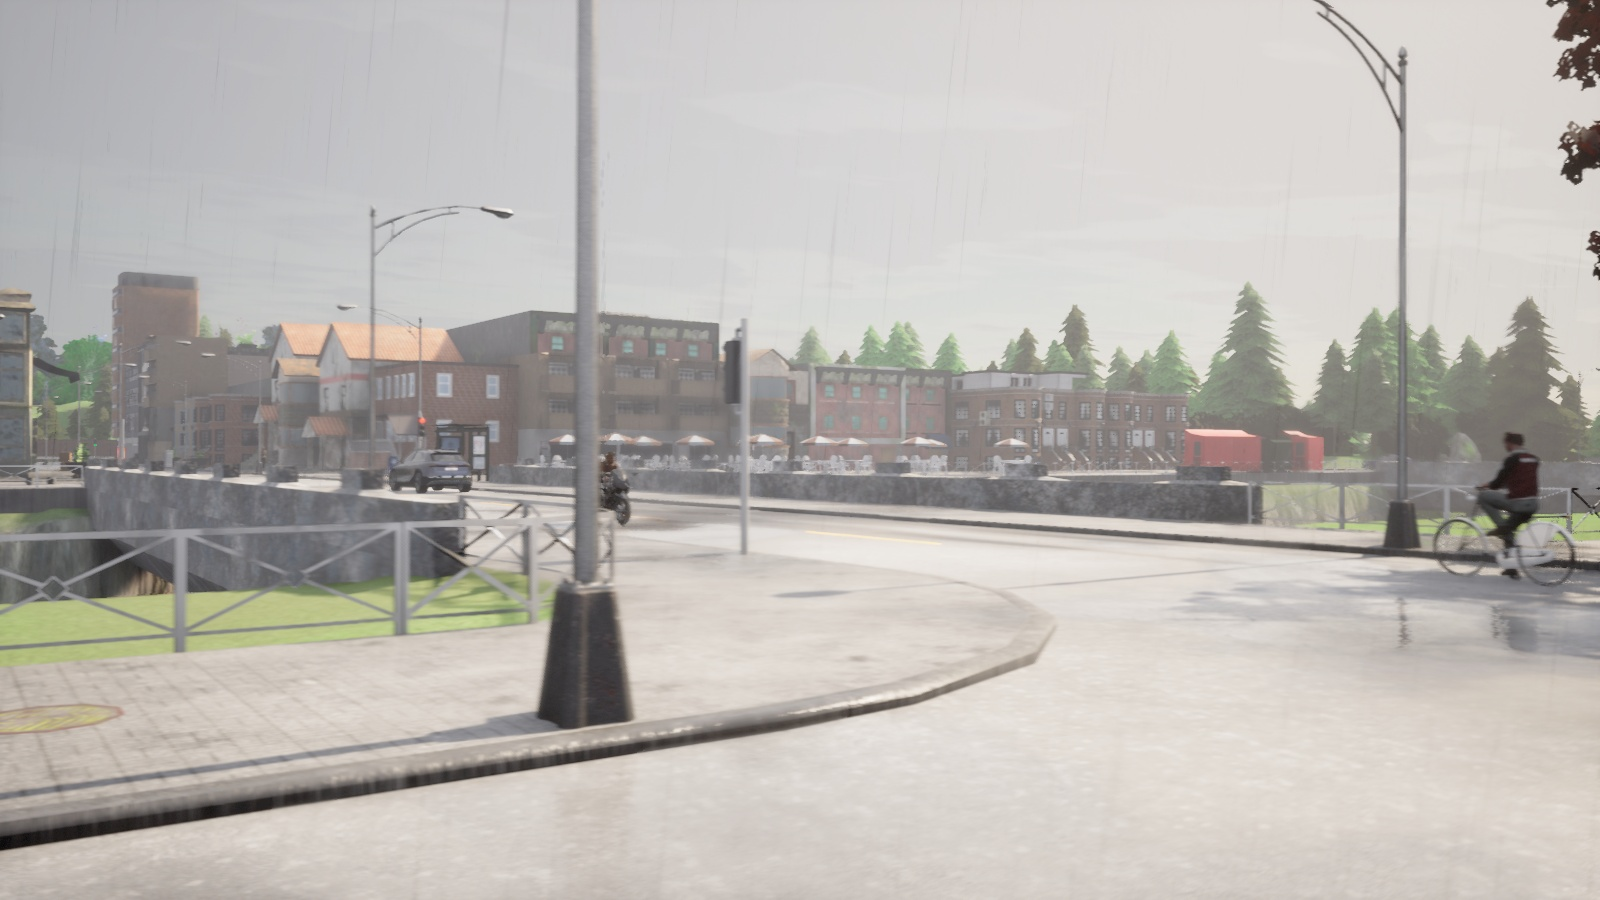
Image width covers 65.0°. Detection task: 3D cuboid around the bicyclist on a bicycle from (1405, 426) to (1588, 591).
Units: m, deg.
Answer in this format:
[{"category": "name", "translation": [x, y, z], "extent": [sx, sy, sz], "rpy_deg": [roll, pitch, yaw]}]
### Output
[{"category": "bicyclist on a bicycle", "translation": [8.051, 0.634, 14.617], "extent": [0.659, 1.776, 1.843], "rpy_deg": [-1, 1, -21]}]

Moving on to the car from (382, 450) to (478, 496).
[{"category": "car", "translation": [-13.914, 0.819, 47.053], "extent": [2.033, 1.649, 4.856], "rpy_deg": [0, 0, -35]}]

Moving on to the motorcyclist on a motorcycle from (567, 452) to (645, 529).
[{"category": "motorcyclist on a motorcycle", "translation": [-4.022, 0.798, 25.892], "extent": [0.797, 1.523, 2.044], "rpy_deg": [0, 0, -34]}]
